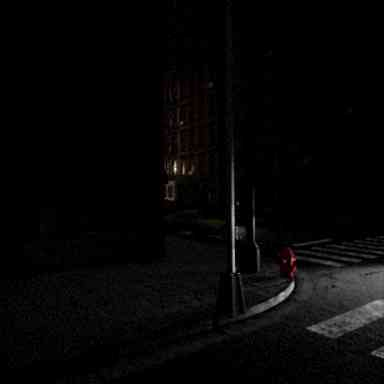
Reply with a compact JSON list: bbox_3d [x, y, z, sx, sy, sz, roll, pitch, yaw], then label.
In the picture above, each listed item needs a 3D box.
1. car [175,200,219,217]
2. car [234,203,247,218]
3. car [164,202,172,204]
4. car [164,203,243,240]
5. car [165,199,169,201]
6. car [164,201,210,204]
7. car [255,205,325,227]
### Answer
[{"bbox_3d":[0.412,1.518,30.979,1.947,1.339,4.313,-1,0,-35],"label":"car"},{"bbox_3d":[3.541,1.531,26.563,1.802,1.307,4.206,-1,0,-35],"label":"car"},{"bbox_3d":[-3.012,1.558,21.930,2.008,1.369,4.403,-1,0,-35],"label":"car"},{"bbox_3d":[0.216,1.528,17.375,1.752,1.417,4.829,-1,0,-35],"label":"car"},{"bbox_3d":[-2.816,1.481,35.533,1.752,1.417,4.829,-1,0,-35],"label":"car"},{"bbox_3d":[-0.604,1.552,22.925,1.994,1.385,4.181,-1,0,-35],"label":"car"},{"bbox_3d":[6.671,1.510,22.146,1.947,1.339,4.313,-1,0,-35],"label":"car"}]
